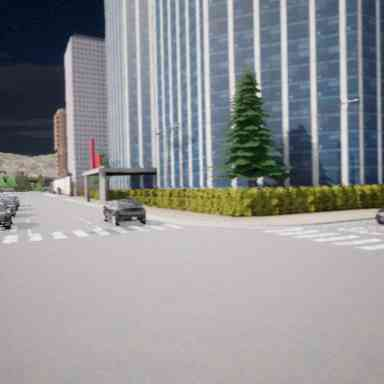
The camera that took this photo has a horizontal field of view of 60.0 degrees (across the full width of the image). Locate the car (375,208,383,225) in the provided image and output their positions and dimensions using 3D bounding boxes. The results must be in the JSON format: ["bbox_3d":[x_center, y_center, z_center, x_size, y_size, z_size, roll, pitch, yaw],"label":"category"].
[{"bbox_3d":[11.858,0.987,17.716,4.674,1.442,1.812,-2,1,-26],"label":"car"}]

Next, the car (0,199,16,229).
[{"bbox_3d":[-11.951,1.420,20.106,1.837,1.490,4.892,-2,1,-27],"label":"car"}]

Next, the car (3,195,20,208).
[{"bbox_3d":[-25.006,1.270,46.248,1.837,1.490,4.892,-2,1,-26],"label":"car"}]

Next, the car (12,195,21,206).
[{"bbox_3d":[-20.429,1.296,37.059,1.882,1.535,5.008,-2,1,-26],"label":"car"}]

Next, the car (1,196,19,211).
[{"bbox_3d":[-16.088,1.373,28.356,1.837,1.490,4.892,-2,1,-27],"label":"car"}]

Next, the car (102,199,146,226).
[{"bbox_3d":[-4.363,1.228,21.010,1.837,1.490,4.892,-2,1,-27],"label":"car"}]
